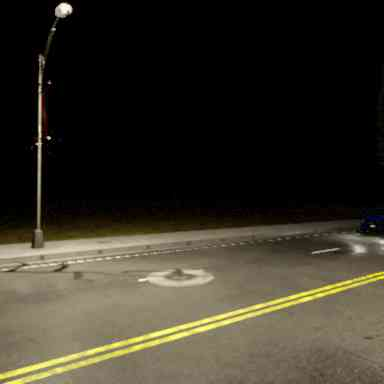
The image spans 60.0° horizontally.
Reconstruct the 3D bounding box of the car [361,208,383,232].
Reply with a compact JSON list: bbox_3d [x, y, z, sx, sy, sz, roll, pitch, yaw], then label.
[{"bbox_3d":[12.379,1.697,20.498,5.008,1.535,1.882,1,0,-35],"label":"car"}]
